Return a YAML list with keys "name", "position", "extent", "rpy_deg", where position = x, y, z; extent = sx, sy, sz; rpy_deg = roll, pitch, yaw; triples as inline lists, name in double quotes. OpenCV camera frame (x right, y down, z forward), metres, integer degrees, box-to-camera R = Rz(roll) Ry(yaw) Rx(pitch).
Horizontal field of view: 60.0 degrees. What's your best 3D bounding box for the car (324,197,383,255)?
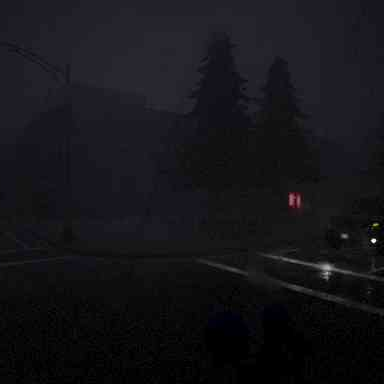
- name: "car"
  position: [7.762, 1.249, 13.710]
  extent: [5.566, 2.045, 2.150]
  rpy_deg: [0, 0, -36]
